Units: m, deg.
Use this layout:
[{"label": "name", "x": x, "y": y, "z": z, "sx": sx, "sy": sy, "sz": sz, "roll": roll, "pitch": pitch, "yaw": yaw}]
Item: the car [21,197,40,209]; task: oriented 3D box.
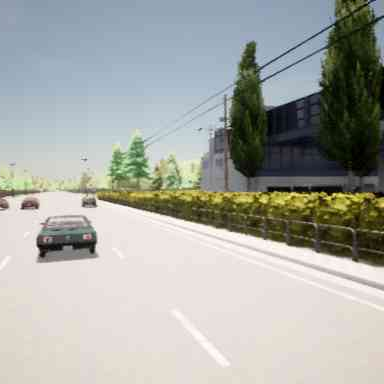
[{"label": "car", "x": -20.498, "y": 1.387, "z": 42.336, "sx": 1.812, "sy": 1.442, "sz": 4.674, "roll": -1, "pitch": 1, "yaw": -22}]

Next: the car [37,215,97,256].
[{"label": "car", "x": -4.884, "y": 1.534, "z": 12.933, "sx": 1.895, "sy": 1.301, "sz": 4.718, "roll": -1, "pitch": 1, "yaw": -22}]

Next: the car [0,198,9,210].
[{"label": "car", "x": -23.581, "y": 1.450, "z": 40.625, "sx": 1.812, "sy": 1.442, "sz": 4.674, "roll": -1, "pitch": 1, "yaw": -22}]

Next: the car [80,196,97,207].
[{"label": "car", "x": -14.134, "y": 1.231, "z": 45.267, "sx": 2.128, "sy": 1.511, "sz": 4.902, "roll": -1, "pitch": 1, "yaw": -22}]
